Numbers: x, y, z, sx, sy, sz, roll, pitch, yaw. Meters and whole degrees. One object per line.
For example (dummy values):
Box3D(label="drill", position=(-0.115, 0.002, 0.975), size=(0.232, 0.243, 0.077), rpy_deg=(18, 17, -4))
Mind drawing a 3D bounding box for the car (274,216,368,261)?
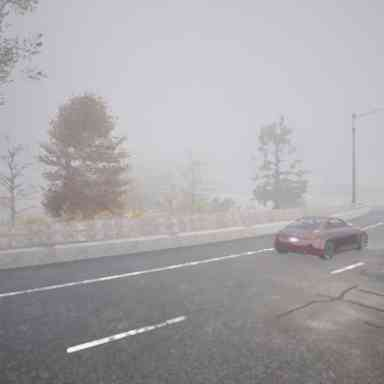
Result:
Box3D(label="car", position=(4.961, 1.590, 12.624), size=(4.181, 1.385, 1.994), rpy_deg=(0, 0, -41))
